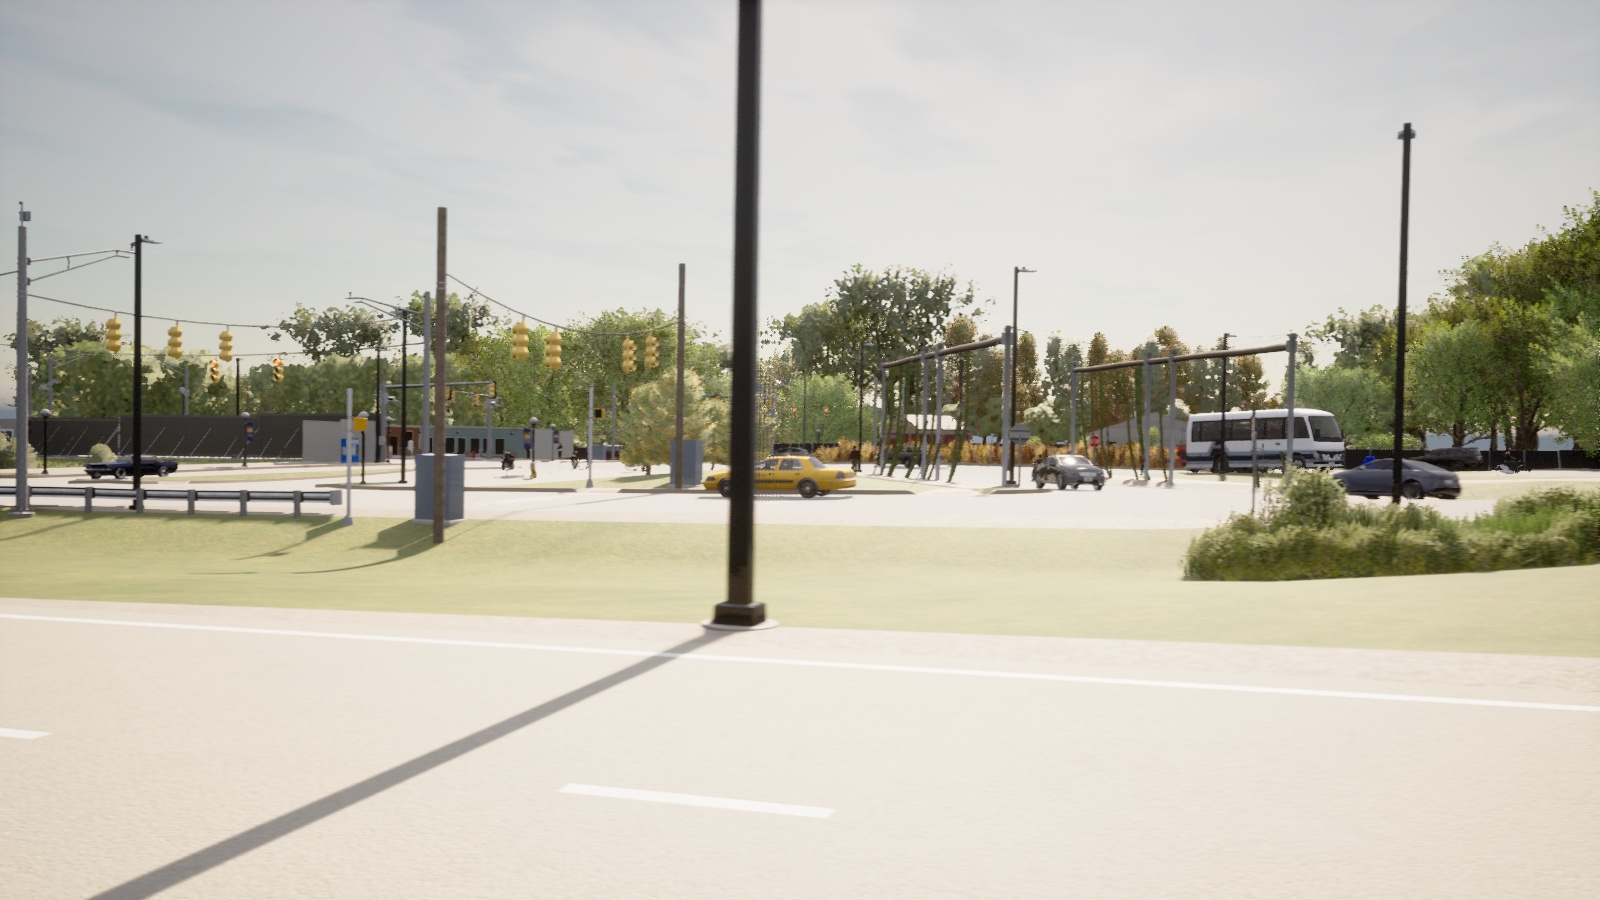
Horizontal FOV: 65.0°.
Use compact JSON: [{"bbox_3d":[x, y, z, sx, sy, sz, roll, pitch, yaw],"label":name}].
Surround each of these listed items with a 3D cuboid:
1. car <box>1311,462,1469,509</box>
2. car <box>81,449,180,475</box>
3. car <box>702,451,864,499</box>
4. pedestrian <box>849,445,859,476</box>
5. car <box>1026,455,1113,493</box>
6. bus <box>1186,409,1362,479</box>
[{"bbox_3d":[18.910,1.109,40.422,1.994,1.385,4.181,2,-1,-30],"label":"car"},{"bbox_3d":[-36.197,0.631,68.018,1.895,1.301,4.718,1,1,18],"label":"car"},{"bbox_3d":[-0.588,0.843,43.869,5.366,1.575,1.801,0,1,18],"label":"car"},{"bbox_3d":[3.242,0.608,75.375,0.431,1.840,0.703,1,1,-7],"label":"pedestrian"},{"bbox_3d":[11.491,1.004,53.908,2.128,1.511,4.902,1,-1,-7],"label":"car"},{"bbox_3d":[30.579,-0.245,81.544,3.944,4.253,10.273,1,-1,-34],"label":"bus"}]
